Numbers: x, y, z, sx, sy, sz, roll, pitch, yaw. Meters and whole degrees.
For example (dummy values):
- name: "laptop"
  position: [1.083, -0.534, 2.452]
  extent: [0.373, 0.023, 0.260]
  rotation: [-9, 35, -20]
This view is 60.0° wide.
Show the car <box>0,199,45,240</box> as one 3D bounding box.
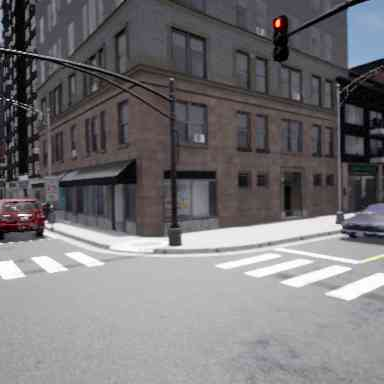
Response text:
- name: "car"
  position: [-8.880, 1.255, 16.659]
  extent: [2.192, 1.841, 5.009]
  rotation: [-1, 1, -38]

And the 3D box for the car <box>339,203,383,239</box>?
- name: "car"
  position: [8.560, 1.193, 14.349]
  extent: [5.357, 1.411, 2.033]
  rotation: [-2, 1, -37]
